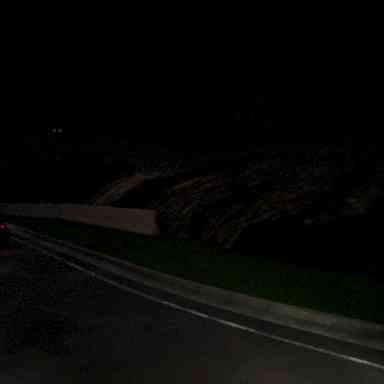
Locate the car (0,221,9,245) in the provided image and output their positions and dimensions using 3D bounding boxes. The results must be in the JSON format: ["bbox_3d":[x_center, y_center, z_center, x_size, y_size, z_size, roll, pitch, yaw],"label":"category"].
[{"bbox_3d":[-9.422,1.547,14.488,1.994,1.385,4.181,0,0,-40],"label":"car"}]
